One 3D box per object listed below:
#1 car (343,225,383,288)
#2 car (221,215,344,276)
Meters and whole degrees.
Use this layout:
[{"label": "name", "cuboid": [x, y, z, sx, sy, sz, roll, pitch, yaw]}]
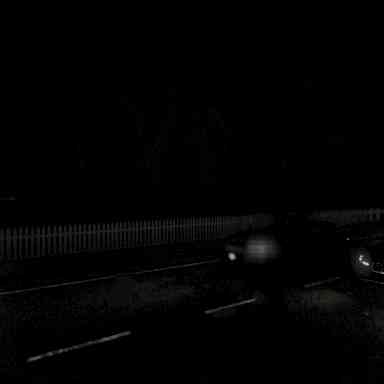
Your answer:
[{"label": "car", "cuboid": [6.037, 1.505, 8.274, 4.892, 1.490, 1.837, 0, 0, -35]}, {"label": "car", "cuboid": [3.091, 1.491, 10.476, 4.902, 1.511, 2.128, 0, 0, -35]}]
